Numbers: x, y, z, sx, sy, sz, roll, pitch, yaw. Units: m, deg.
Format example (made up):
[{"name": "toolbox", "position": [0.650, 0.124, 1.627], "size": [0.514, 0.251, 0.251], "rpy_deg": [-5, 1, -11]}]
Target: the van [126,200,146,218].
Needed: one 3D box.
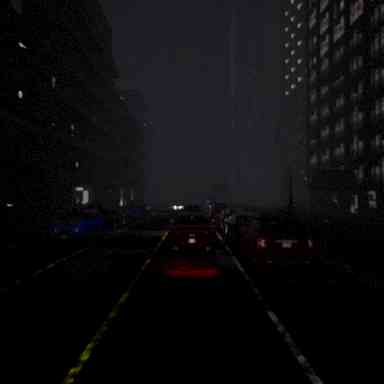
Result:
[{"name": "van", "position": [-5.678, 1.669, 33.488], "size": [1.690, 1.788, 3.998], "rpy_deg": [0, -1, 0]}]

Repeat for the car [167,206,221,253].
[{"name": "car", "position": [0.009, 1.619, 14.484], "size": [1.882, 1.535, 5.008], "rpy_deg": [0, 0, 0]}]

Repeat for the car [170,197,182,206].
[{"name": "car", "position": [-2.981, 2.250, 71.033], "size": [2.128, 1.511, 4.902], "rpy_deg": [0, -1, 0]}]

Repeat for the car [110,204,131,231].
[{"name": "car", "position": [-5.681, 1.763, 22.442], "size": [1.887, 1.381, 4.507], "rpy_deg": [0, -1, 0]}]

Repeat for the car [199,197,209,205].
[{"name": "car", "position": [2.713, 2.112, 77.667], "size": [2.192, 1.841, 5.009], "rpy_deg": [0, -1, 0]}]

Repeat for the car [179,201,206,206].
[{"name": "car", "position": [0.012, 1.794, 29.297], "size": [1.837, 1.490, 4.892], "rpy_deg": [0, 0, 0]}]

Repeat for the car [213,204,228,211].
[{"name": "car", "position": [2.700, 1.770, 22.439], "size": [2.008, 1.369, 4.403], "rpy_deg": [0, -1, 0]}]

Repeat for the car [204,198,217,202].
[{"name": "car", "position": [3.152, 1.947, 47.221], "size": [1.882, 1.535, 5.008], "rpy_deg": [0, -1, 0]}]

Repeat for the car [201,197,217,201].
[{"name": "car", "position": [3.121, 1.772, 54.254], "size": [2.150, 2.045, 5.566], "rpy_deg": [0, -1, 0]}]

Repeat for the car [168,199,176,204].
[{"name": "car", "position": [-5.664, 2.550, 94.234], "size": [1.947, 1.339, 4.313], "rpy_deg": [0, -1, 0]}]

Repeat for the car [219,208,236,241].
[{"name": "car", "position": [2.698, 1.716, 16.916], "size": [2.008, 1.369, 4.403], "rpy_deg": [0, -1, 0]}]

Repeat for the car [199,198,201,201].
[{"name": "car", "position": [2.712, 2.288, 72.141], "size": [2.008, 1.369, 4.403], "rpy_deg": [0, -1, 0]}]

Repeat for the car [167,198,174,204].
[{"name": "car", "position": [-5.666, 2.444, 88.542], "size": [1.752, 1.417, 4.829], "rpy_deg": [0, -1, 0]}]

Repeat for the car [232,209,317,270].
[{"name": "car", "position": [2.697, 1.551, 11.394], "size": [1.967, 1.590, 4.097], "rpy_deg": [0, -1, 0]}]

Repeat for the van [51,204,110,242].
[{"name": "van", "position": [-5.682, 1.506, 16.921], "size": [1.690, 1.788, 3.998], "rpy_deg": [0, -1, 0]}]

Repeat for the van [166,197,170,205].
[{"name": "van", "position": [-5.666, 2.200, 83.191], "size": [1.690, 1.788, 3.998], "rpy_deg": [0, -1, 0]}]

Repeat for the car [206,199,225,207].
[{"name": "car", "position": [2.703, 1.768, 33.484], "size": [1.967, 1.590, 4.097], "rpy_deg": [0, -1, 0]}]
